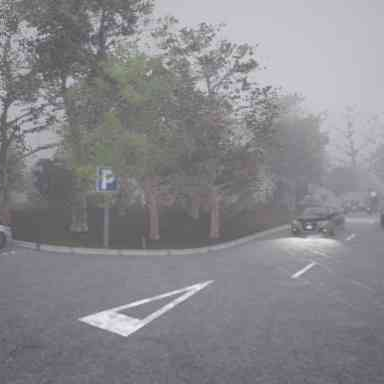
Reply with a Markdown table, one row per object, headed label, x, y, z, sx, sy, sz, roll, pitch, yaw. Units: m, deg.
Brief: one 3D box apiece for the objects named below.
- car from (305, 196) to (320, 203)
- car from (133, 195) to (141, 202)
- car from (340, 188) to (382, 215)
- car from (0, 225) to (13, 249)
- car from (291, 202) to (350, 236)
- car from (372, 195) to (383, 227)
| label | x | y | z | sx | sy | sz | roll | pitch | yaw |
| --- | --- | --- | --- | --- | --- | --- | --- | --- | --- |
| car | 14.798 | 0.855 | 44.865 | 1.812 | 1.442 | 4.674 | -1 | 1 | -43 |
| car | -7.006 | 0.929 | 52.981 | 4.902 | 1.511 | 2.128 | -3 | 0 | -42 |
| car | 14.304 | 0.833 | 28.251 | 2.150 | 2.045 | 5.566 | -3 | -1 | 36 |
| car | -9.273 | 1.547 | 12.429 | 2.002 | 1.452 | 4.674 | 0 | 0 | 36 |
| car | 6.732 | 1.466 | 17.641 | 1.994 | 1.385 | 4.181 | -3 | -1 | 34 |
| car | 12.093 | 1.130 | 19.256 | 2.128 | 1.511 | 4.902 | -3 | -1 | 35 |
